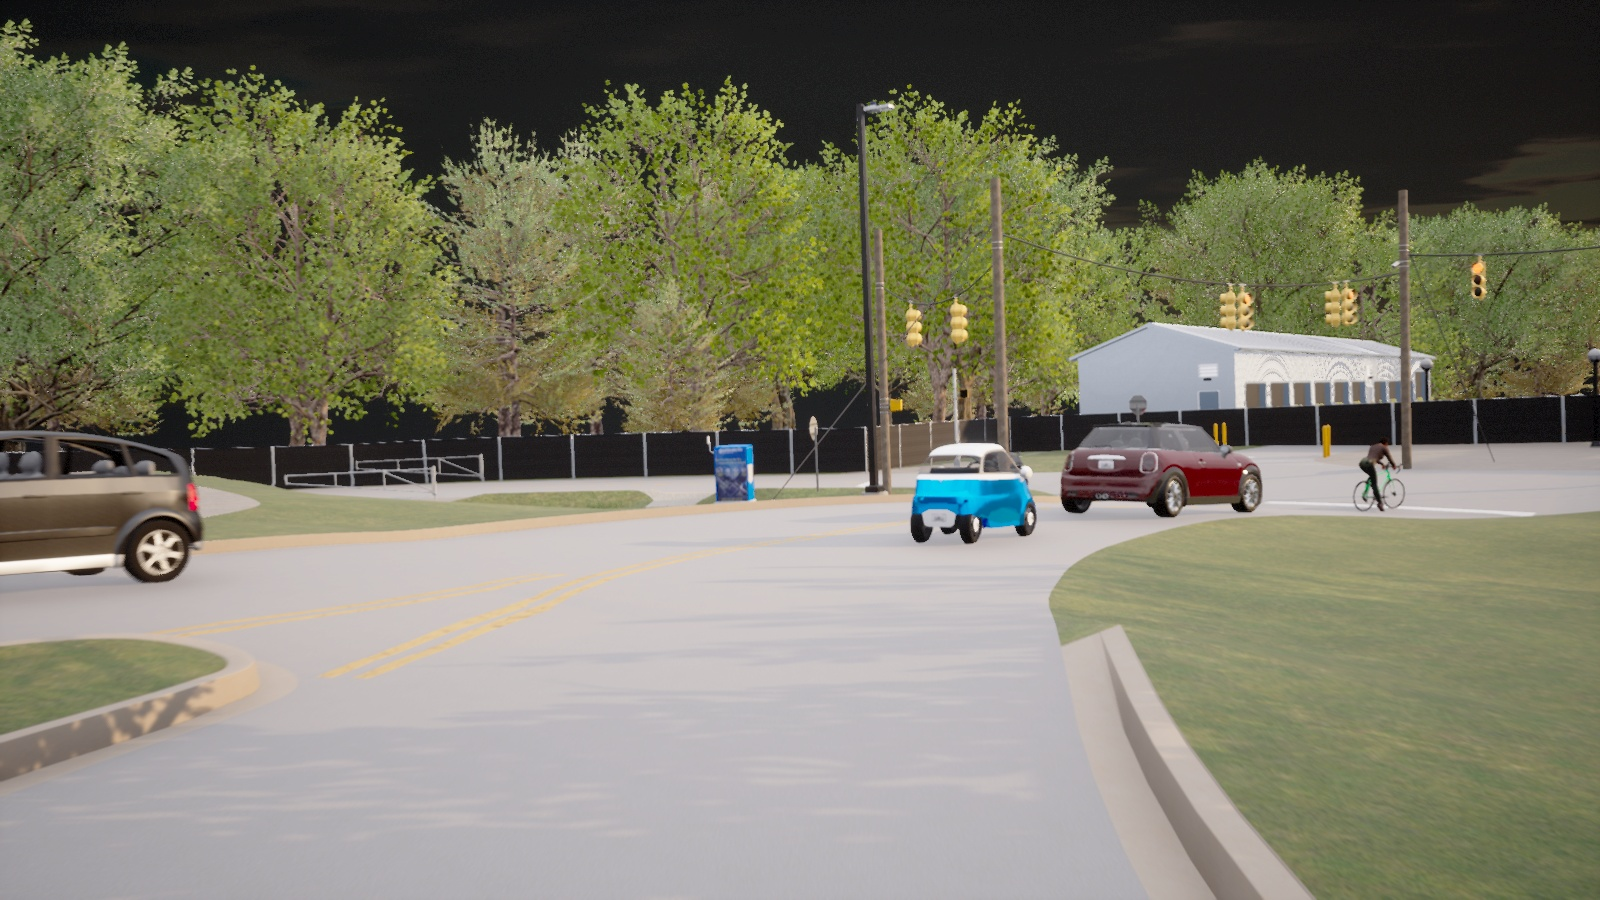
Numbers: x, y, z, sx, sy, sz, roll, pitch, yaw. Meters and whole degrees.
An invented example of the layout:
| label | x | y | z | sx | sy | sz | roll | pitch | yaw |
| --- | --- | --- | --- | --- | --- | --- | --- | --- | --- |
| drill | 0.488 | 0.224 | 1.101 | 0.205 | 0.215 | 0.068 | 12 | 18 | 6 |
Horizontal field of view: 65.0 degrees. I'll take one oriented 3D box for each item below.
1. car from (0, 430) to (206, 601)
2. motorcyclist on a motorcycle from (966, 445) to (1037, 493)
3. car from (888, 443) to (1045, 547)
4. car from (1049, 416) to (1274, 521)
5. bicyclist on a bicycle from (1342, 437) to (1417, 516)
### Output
| label | x | y | z | sx | sy | sz | roll | pitch | yaw |
| --- | --- | --- | --- | --- | --- | --- | --- | --- | --- |
| car | -7.903 | 0.590 | 11.903 | 1.789 | 1.549 | 3.705 | 0 | 0 | 35 |
| motorcyclist on a motorcycle | 6.873 | 0.629 | 42.881 | 2.191 | 1.530 | 0.866 | 0 | 4 | 32 |
| car | 2.420 | 0.594 | 17.972 | 1.481 | 1.376 | 2.207 | -1 | 0 | 30 |
| car | 6.797 | 0.316 | 23.318 | 2.097 | 1.767 | 4.553 | 1 | 0 | 44 |
| bicyclist on a bicycle | 12.736 | 0.562 | 27.576 | 1.656 | 1.620 | 0.582 | -3 | 3 | -27 |
